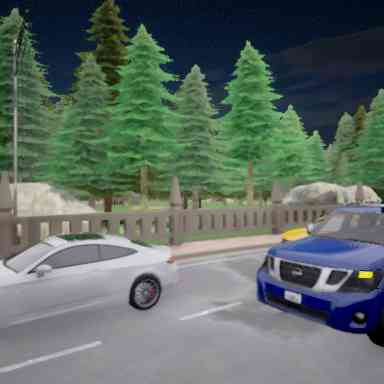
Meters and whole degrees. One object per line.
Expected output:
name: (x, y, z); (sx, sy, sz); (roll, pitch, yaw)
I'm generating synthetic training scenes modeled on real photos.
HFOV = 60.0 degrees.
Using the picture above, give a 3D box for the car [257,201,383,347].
car: (3.820, 1.237, 6.600); (5.566, 2.045, 2.150); (0, 0, -34)

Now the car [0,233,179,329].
car: (-2.433, 1.569, 6.369); (4.674, 1.442, 1.812); (0, 0, -36)

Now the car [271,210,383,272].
car: (5.293, 1.509, 11.563); (5.008, 1.535, 1.882); (0, 0, -30)
